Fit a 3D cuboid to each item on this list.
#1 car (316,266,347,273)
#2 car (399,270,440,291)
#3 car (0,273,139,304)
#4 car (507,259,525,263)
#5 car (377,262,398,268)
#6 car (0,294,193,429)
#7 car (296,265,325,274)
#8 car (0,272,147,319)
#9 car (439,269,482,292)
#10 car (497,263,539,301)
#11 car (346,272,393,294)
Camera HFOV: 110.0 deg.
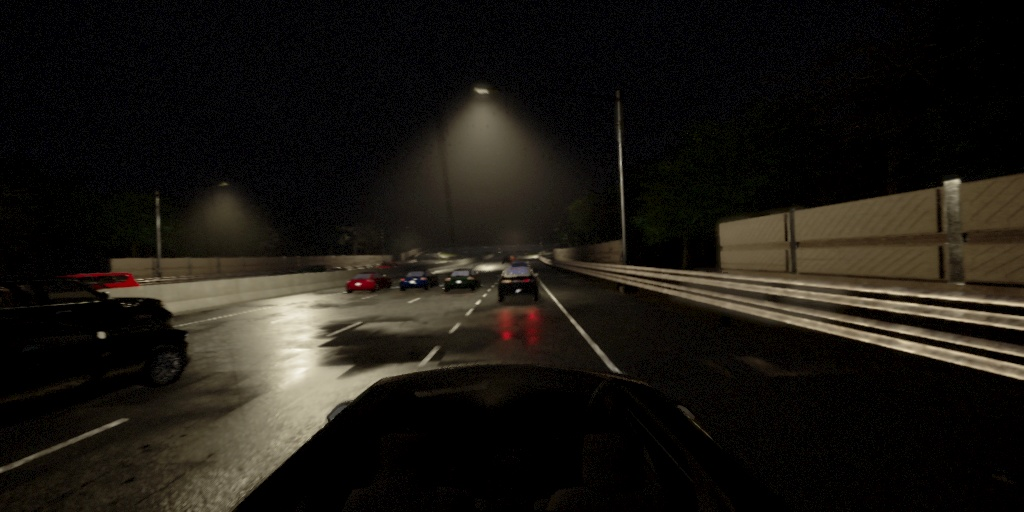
[{"bbox_3d":[-26.939,2.547,54.577,2.128,1.511,4.902,-2,0,2],"label":"car"},{"bbox_3d":[-6.526,1.681,25.640,1.994,1.385,4.181,-2,0,1],"label":"car"},{"bbox_3d":[-10.405,1.414,7.411,2.150,2.045,5.566,-2,0,1],"label":"car"},{"bbox_3d":[0.705,1.349,36.003,1.882,1.535,5.008,-2,0,1],"label":"car"},{"bbox_3d":[-19.868,2.006,57.242,2.150,2.045,5.566,-2,0,2],"label":"car"},{"bbox_3d":[-6.947,1.519,4.626,1.882,1.535,5.008,-2,0,1],"label":"car"},{"bbox_3d":[-30.434,2.417,54.608,2.150,2.045,5.566,-2,0,2],"label":"car"},{"bbox_3d":[-24.347,2.029,20.040,2.150,2.045,5.566,-2,-1,1],"label":"car"},{"bbox_3d":[-3.172,1.539,23.683,1.994,1.385,4.181,-2,0,1],"label":"car"},{"bbox_3d":[0.302,1.302,17.852,2.128,1.511,4.902,-2,0,1],"label":"car"},{"bbox_3d":[-10.028,1.820,25.471,1.994,1.385,4.181,-2,0,1],"label":"car"}]
